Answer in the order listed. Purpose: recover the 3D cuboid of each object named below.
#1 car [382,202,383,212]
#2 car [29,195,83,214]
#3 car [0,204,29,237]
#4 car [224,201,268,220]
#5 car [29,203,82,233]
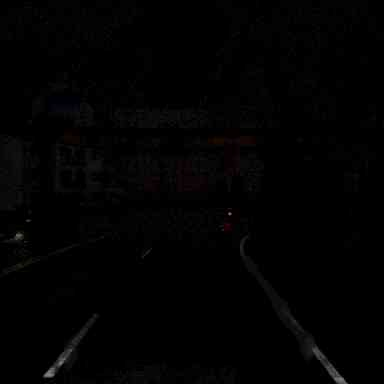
[{"bbox_3d":[22.905,1.387,35.851,4.553,1.767,2.097,0,0,-4],"label":"car"},{"bbox_3d":[-10.776,1.232,25.219,2.150,2.045,5.566,0,0,24],"label":"car"},{"bbox_3d":[-10.115,1.483,15.400,1.882,1.535,5.008,0,0,9],"label":"car"},{"bbox_3d":[4.777,1.529,28.955,1.837,1.490,4.892,0,0,44],"label":"car"},{"bbox_3d":[-8.936,1.573,19.930,1.994,1.385,4.181,0,0,18],"label":"car"}]
